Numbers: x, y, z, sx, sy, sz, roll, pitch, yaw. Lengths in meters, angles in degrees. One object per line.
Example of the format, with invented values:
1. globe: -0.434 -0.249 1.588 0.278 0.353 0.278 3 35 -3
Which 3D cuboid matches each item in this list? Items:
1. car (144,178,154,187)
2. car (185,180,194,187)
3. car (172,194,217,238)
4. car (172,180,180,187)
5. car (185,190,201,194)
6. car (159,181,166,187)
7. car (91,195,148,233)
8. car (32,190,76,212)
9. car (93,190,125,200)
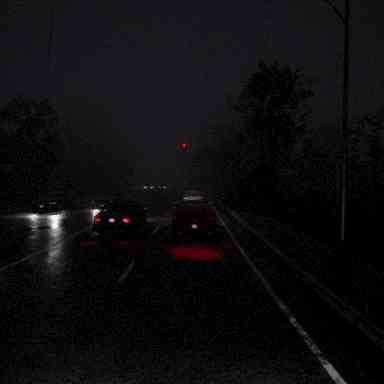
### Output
1. car: -11.061 -2.448 85.272 2.150 2.045 5.566 0 3 -2
2. car: -0.491 -2.018 83.625 1.994 1.385 4.181 0 3 -2
3. car: 0.094 1.115 15.568 1.882 1.535 5.008 0 2 0
4. car: -3.977 -2.041 83.112 2.033 1.411 5.357 0 3 -2
5. car: 0.091 0.567 28.199 1.812 1.442 4.674 0 3 0
6. car: -7.563 -2.120 85.484 2.033 1.411 5.357 0 3 -2
7. car: -3.406 1.135 16.608 2.033 1.411 5.357 0 3 0
8. car: -10.567 0.662 25.771 1.837 1.490 4.892 0 2 0
9. car: -7.044 0.564 28.719 2.033 1.411 5.357 0 3 1
